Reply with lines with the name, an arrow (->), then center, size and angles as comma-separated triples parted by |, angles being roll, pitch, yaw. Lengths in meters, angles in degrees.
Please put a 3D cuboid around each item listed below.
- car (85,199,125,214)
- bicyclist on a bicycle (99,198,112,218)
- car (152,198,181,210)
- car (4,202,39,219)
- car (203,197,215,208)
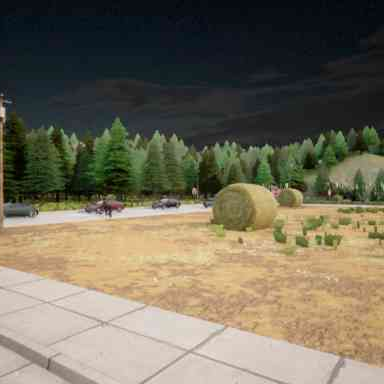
car -> -9.454, 1.545, 36.333 | 1.812, 1.442, 4.674 | 0, 0, 36
bicyclist on a bicycle -> -7.034, 1.322, 27.028 | 1.656, 1.620, 0.582 | 0, 0, 36
car -> -3.373, 1.545, 44.560 | 1.812, 1.442, 4.674 | 0, 0, 37
car -> -15.367, 1.583, 28.340 | 1.994, 1.385, 4.181 | 0, 0, 36
car -> 3.501, 1.512, 47.782 | 2.128, 1.511, 4.902 | 0, 0, 37
